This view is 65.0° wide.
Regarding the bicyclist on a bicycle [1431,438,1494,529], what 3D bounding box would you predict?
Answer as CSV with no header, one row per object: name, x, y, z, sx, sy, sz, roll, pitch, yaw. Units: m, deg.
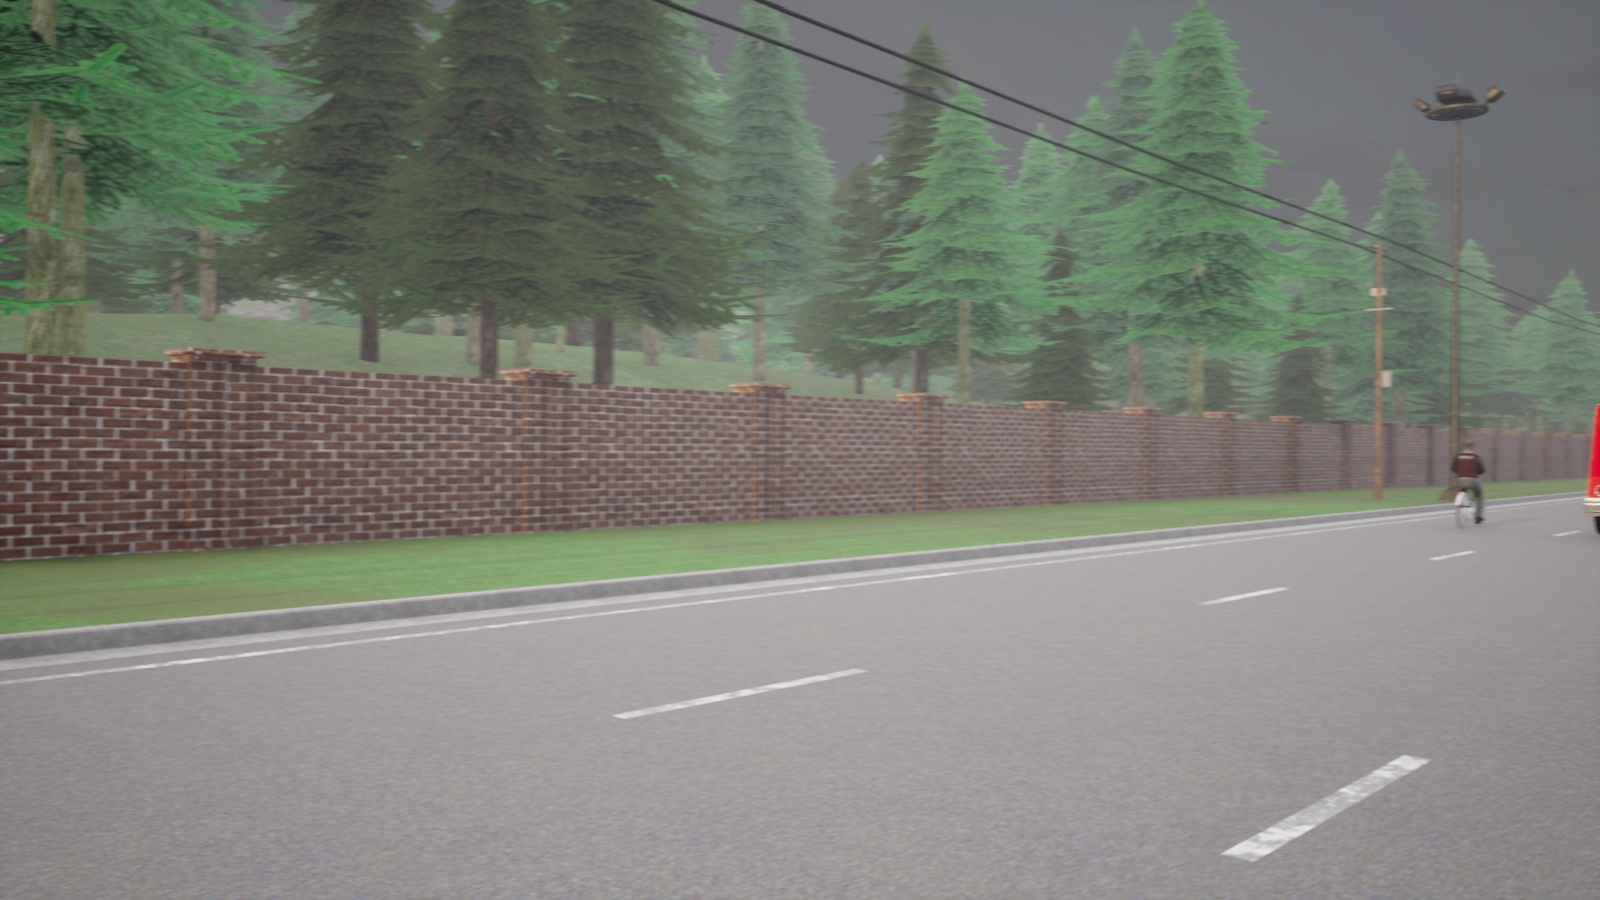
bicyclist on a bicycle,13.318,0.647,25.229,0.659,1.776,1.843,0,0,43

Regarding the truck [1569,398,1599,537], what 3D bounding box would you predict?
truck,16.488,0.302,23.507,2.627,2.467,5.204,0,0,42
